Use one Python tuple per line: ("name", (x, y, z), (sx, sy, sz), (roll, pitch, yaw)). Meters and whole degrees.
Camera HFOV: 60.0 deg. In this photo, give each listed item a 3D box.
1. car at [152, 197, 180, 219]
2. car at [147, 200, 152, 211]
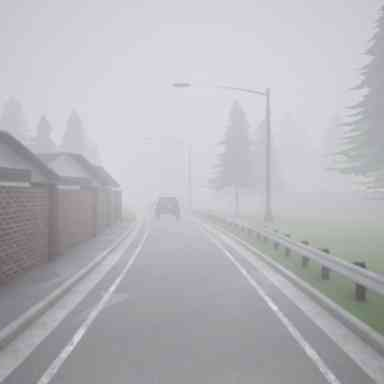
("car", (-2.469, 1.514, 32.618), (2.150, 2.045, 5.566), (0, -2, -9))
("car", (-5.550, 1.940, 48.500), (2.128, 1.511, 4.902), (0, 0, -12))
